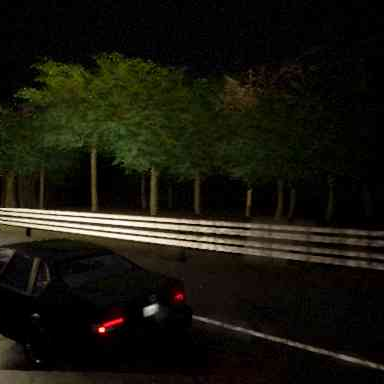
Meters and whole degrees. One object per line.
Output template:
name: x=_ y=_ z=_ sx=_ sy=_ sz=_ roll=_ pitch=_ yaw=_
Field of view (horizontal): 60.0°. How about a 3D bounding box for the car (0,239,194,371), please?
car: x=-2.534 y=1.556 z=5.735 sx=5.357 sy=1.411 sz=2.033 roll=0 pitch=0 yaw=36
